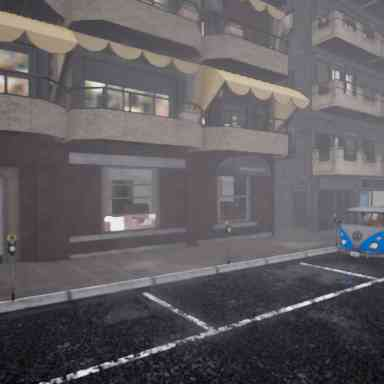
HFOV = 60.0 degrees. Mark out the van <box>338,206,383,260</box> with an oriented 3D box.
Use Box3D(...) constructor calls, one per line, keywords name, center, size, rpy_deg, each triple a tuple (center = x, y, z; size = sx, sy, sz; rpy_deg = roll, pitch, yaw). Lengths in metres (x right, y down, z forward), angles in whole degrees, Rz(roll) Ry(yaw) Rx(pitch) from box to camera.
Box3D(name="van", center=(6.632, 1.361, 11.280), size=(3.998, 1.788, 1.690), rpy_deg=(0, -1, -35))
